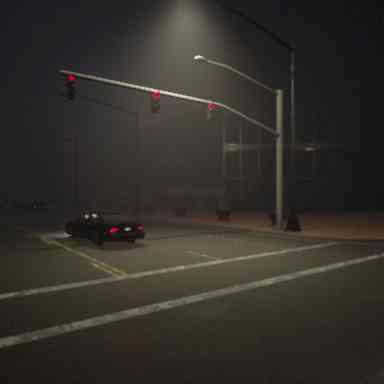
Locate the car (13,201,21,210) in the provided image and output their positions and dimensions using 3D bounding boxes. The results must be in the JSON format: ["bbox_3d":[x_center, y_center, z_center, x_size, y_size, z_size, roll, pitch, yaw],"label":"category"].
[{"bbox_3d":[-26.795,2.092,52.389,1.994,1.385,4.181,0,-1,-36],"label":"car"}]

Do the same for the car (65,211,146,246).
[{"bbox_3d":[-4.204,1.595,15.590,2.033,1.411,5.357,0,0,-39],"label":"car"}]

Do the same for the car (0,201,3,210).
[{"bbox_3d":[-30.894,2.048,52.078,2.128,1.511,4.902,0,-1,-36],"label":"car"}]

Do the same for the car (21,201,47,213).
[{"bbox_3d":[-20.604,1.948,43.864,2.033,1.411,5.357,0,-1,-36],"label":"car"}]
